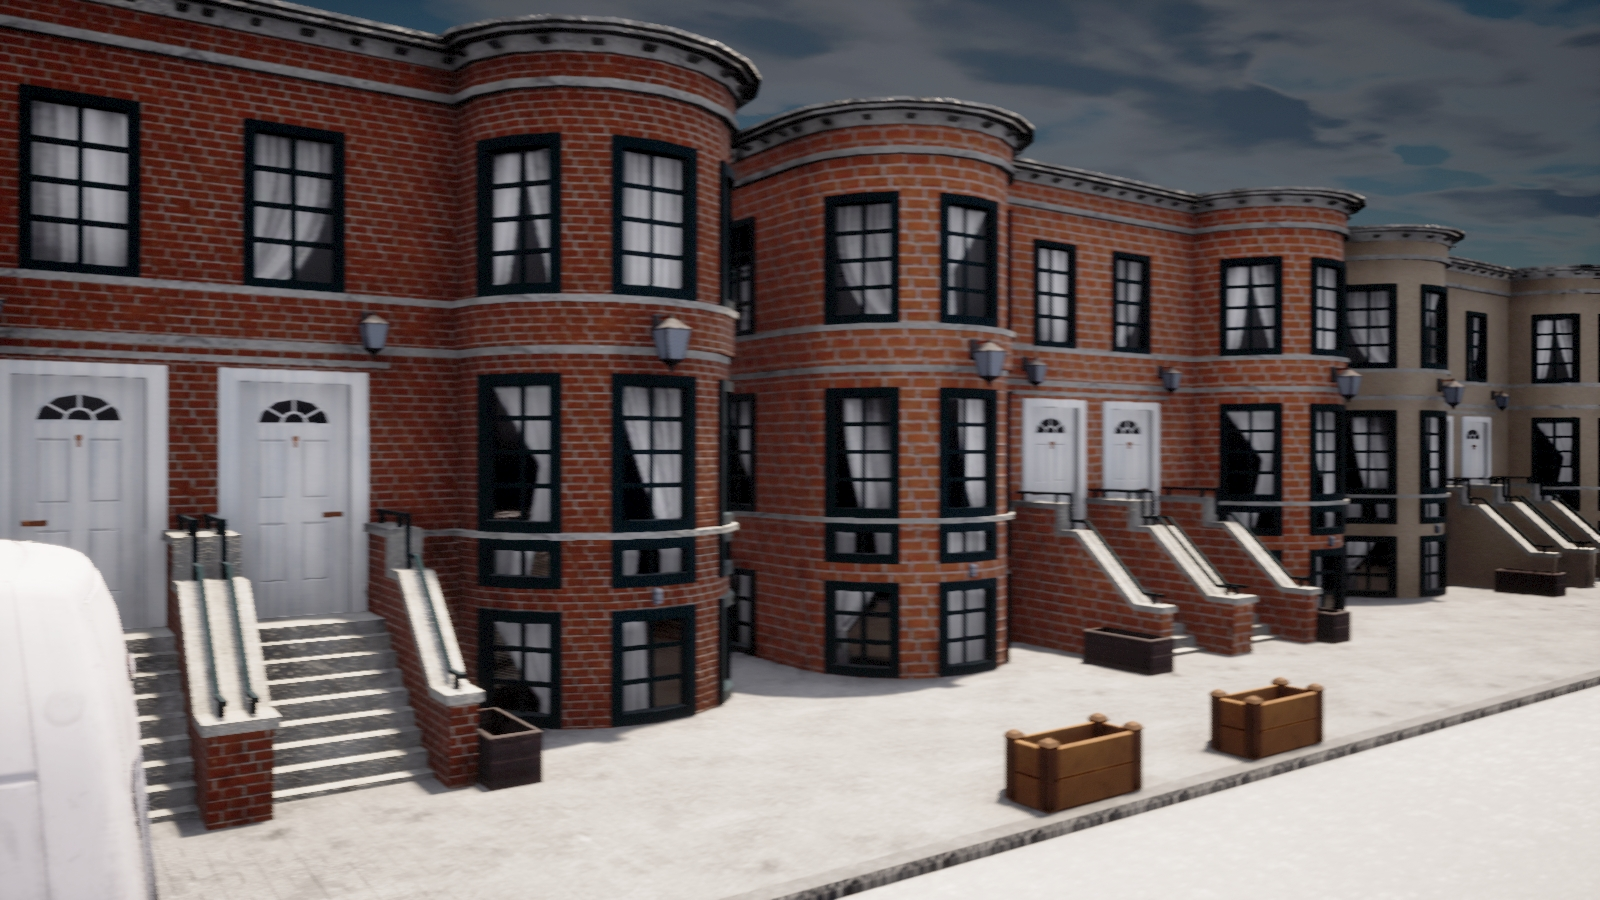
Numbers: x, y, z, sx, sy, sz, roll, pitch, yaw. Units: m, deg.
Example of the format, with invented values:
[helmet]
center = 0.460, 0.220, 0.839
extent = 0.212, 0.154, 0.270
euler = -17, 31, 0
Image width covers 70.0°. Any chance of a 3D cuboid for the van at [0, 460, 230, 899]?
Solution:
[van]
center = -4.170, 1.313, 1.476
extent = 5.915, 2.561, 1.988
euler = 0, 0, -35
